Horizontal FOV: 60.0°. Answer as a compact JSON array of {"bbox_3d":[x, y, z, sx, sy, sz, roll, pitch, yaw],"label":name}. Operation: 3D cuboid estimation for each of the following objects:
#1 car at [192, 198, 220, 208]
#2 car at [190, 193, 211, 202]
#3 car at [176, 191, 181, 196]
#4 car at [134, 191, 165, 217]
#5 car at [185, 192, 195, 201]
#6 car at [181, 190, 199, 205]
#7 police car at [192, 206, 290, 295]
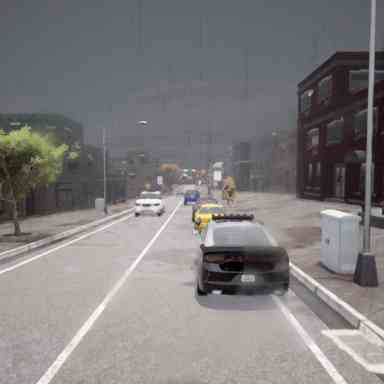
[{"bbox_3d":[1.055,1.346,18.875,1.801,1.575,5.366,0,1,0],"label":"car"},{"bbox_3d":[1.056,1.171,24.658,2.097,1.767,4.553,0,1,0],"label":"car"},{"bbox_3d":[-3.415,0.355,93.978,1.837,1.490,4.892,0,0,0],"label":"car"},{"bbox_3d":[-3.592,0.978,29.077,2.150,2.045,5.566,0,1,0],"label":"car"},{"bbox_3d":[-0.328,0.811,59.355,1.812,1.442,4.674,0,1,0],"label":"car"},{"bbox_3d":[0.028,0.711,45.854,2.150,2.045,5.566,0,1,0],"label":"car"},{"bbox_3d":[1.052,1.397,8.791,1.930,1.638,5.238,0,0,0],"label":"police car"}]
